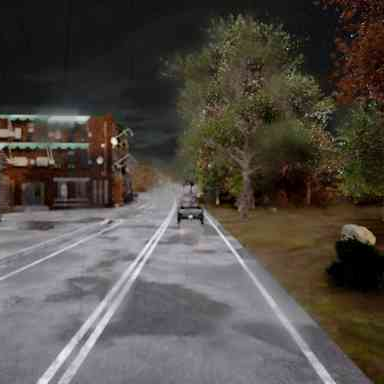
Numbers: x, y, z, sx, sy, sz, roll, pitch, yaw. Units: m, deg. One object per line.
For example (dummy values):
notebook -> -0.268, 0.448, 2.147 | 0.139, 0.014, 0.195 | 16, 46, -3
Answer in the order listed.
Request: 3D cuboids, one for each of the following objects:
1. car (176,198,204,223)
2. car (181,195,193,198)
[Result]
car -> -0.140, 1.426, 24.714 | 2.128, 1.511, 4.902 | 0, 0, -1
car -> -0.651, 1.197, 43.637 | 2.097, 1.767, 4.553 | 0, 0, -2
